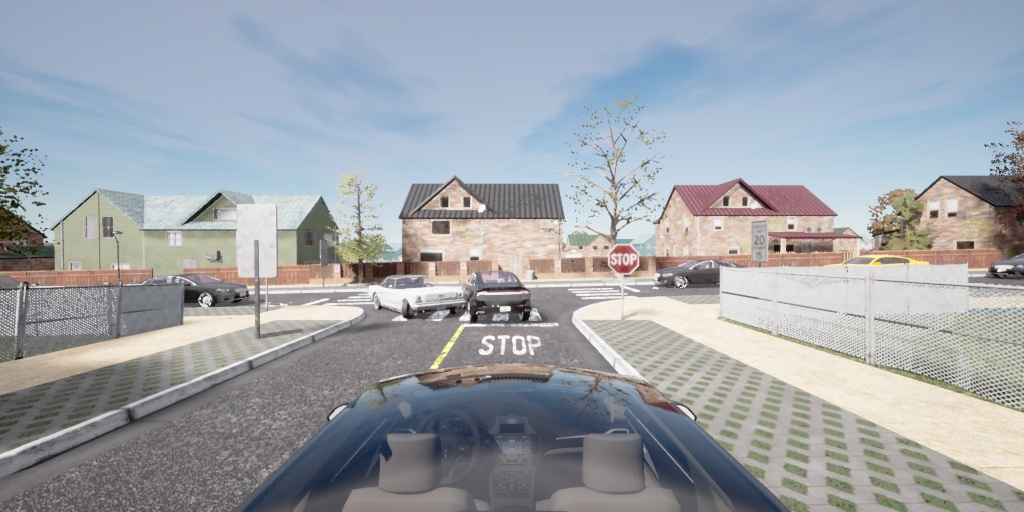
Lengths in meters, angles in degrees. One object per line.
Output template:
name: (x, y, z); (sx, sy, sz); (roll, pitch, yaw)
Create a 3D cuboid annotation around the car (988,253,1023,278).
car: (29.380, 0.479, 19.707); (4.902, 1.511, 2.128); (-1, 1, 0)

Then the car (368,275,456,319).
car: (-3.605, 1.368, 13.078); (1.895, 1.301, 4.718); (0, 0, -38)

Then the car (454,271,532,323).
car: (-0.690, 1.243, 12.219); (2.128, 1.511, 4.902); (0, 0, -12)

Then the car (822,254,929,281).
car: (19.756, 0.691, 19.669); (5.008, 1.535, 1.882); (-1, 1, -1)

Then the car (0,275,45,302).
car: (-24.244, 1.648, 16.528); (4.553, 1.767, 2.097); (-1, 1, 0)

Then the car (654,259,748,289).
car: (10.326, 0.926, 19.630); (4.902, 1.511, 2.128); (-1, 1, 0)

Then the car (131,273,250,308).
car: (-14.906, 1.567, 16.571); (4.902, 1.511, 2.128); (-1, 1, 0)
